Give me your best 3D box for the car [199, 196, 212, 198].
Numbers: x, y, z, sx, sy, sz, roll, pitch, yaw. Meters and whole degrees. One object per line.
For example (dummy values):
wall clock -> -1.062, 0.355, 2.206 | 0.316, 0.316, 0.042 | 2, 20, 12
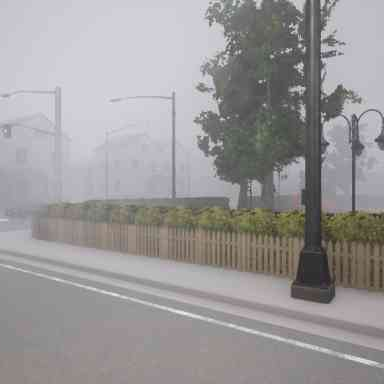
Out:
car -> 1.890, 1.352, 52.023 | 2.097, 1.767, 4.553 | 0, 0, 35

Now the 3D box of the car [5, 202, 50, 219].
car -> -14.017, 1.564, 29.258 | 1.994, 1.385, 4.181 | 0, 0, 35
